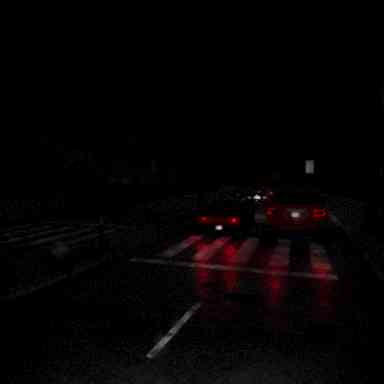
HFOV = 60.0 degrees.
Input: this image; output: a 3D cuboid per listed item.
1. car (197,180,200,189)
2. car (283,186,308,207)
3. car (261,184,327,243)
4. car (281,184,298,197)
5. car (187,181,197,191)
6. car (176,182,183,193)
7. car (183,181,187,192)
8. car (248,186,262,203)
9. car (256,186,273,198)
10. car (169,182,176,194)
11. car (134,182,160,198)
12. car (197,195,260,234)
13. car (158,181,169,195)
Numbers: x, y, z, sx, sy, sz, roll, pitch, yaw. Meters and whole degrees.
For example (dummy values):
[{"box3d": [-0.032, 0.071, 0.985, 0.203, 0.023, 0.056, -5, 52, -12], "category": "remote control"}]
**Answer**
[{"box3d": [-1.674, -1.024, 57.370, 4.892, 1.521, 2.231, 0, 3, -9], "category": "car"}, {"box3d": [9.128, 0.339, 29.546, 1.882, 1.535, 5.008, 1, 3, 16], "category": "car"}, {"box3d": [4.429, 0.766, 14.053, 2.150, 2.045, 5.566, 1, 3, 18], "category": "car"}, {"box3d": [12.582, -0.237, 43.082, 1.882, 1.535, 5.008, 1, 3, 13], "category": "car"}, {"box3d": [-2.248, -0.898, 54.473, 4.892, 1.521, 2.231, 0, 3, -8], "category": "car"}, {"box3d": [-4.133, -0.519, 45.827, 5.008, 1.535, 2.097, 0, 3, -6], "category": "car"}, {"box3d": [-3.516, -0.771, 48.698, 4.553, 1.767, 2.185, 0, 2, -7], "category": "car"}, {"box3d": [5.951, 0.395, 29.317, 2.033, 1.411, 5.357, 1, 3, 16], "category": "car"}, {"box3d": [8.953, -0.053, 40.872, 1.895, 1.301, 4.718, 1, 3, 14], "category": "car"}, {"box3d": [-4.822, -0.350, 42.963, 4.674, 1.452, 2.002, 0, 2, -6], "category": "car"}, {"box3d": [-6.295, -0.101, 37.230, 4.792, 1.488, 2.163, -1, 3, -5], "category": "car"}, {"box3d": [1.790, 1.064, 15.588, 1.895, 1.301, 4.718, 1, 3, 18], "category": "car"}, {"box3d": [-5.521, -0.260, 40.090, 4.892, 1.521, 2.231, -1, 3, -5], "category": "car"}]
